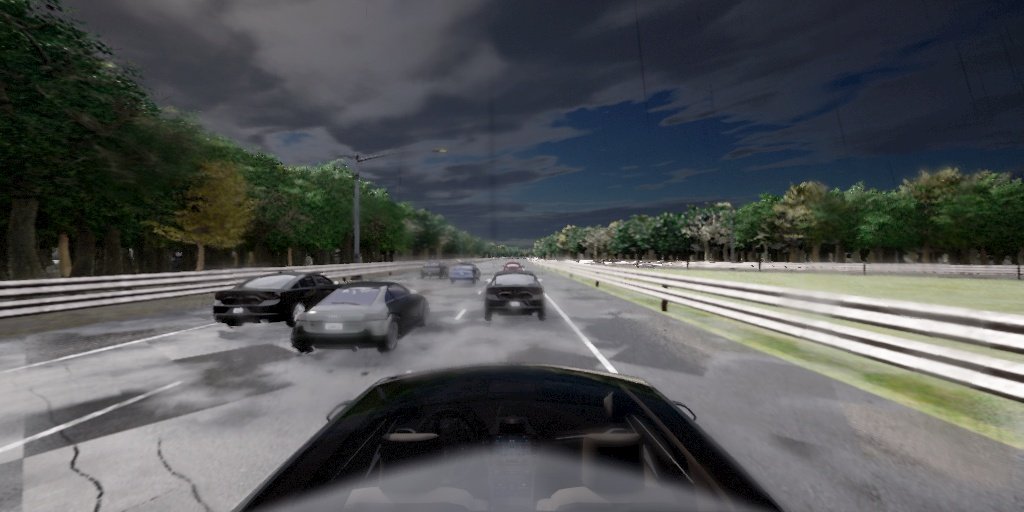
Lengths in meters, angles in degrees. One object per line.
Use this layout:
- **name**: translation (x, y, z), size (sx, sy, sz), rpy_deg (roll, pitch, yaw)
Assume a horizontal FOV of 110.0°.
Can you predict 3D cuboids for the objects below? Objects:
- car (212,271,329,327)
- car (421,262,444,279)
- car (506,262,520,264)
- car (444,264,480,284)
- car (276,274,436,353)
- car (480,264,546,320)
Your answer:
- **car**: translation (-6.903, 1.230, 11.515), size (1.882, 1.535, 5.008), rpy_deg (0, 0, 0)
- **car**: translation (-6.909, 1.266, 32.557), size (2.128, 1.511, 4.902), rpy_deg (0, 0, 0)
- **car**: translation (0.093, 1.300, 33.579), size (1.812, 1.442, 4.674), rpy_deg (0, 0, 0)
- **car**: translation (-3.397, 1.299, 26.829), size (2.033, 1.411, 5.357), rpy_deg (1, -1, 0)
- **car**: translation (-3.401, 1.316, 8.848), size (1.994, 1.385, 4.181), rpy_deg (0, 0, 0)
- **car**: translation (0.101, 1.231, 12.710), size (1.882, 1.535, 5.008), rpy_deg (0, 0, 0)
